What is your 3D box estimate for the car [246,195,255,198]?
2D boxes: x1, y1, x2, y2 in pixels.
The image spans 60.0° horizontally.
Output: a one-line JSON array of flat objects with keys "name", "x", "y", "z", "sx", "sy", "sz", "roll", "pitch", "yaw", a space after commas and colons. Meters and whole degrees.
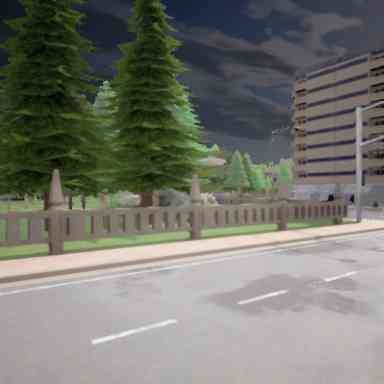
[{"name": "car", "x": 13.365, "y": 1.422, "z": 78.686, "sx": 2.128, "sy": 1.511, "sz": 4.902, "roll": 0, "pitch": 0, "yaw": 32}]

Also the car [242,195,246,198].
[{"name": "car", "x": 9.327, "y": 1.468, "z": 67.543, "sx": 1.994, "sy": 1.385, "sz": 4.181, "roll": 0, "pitch": 0, "yaw": 12}]
